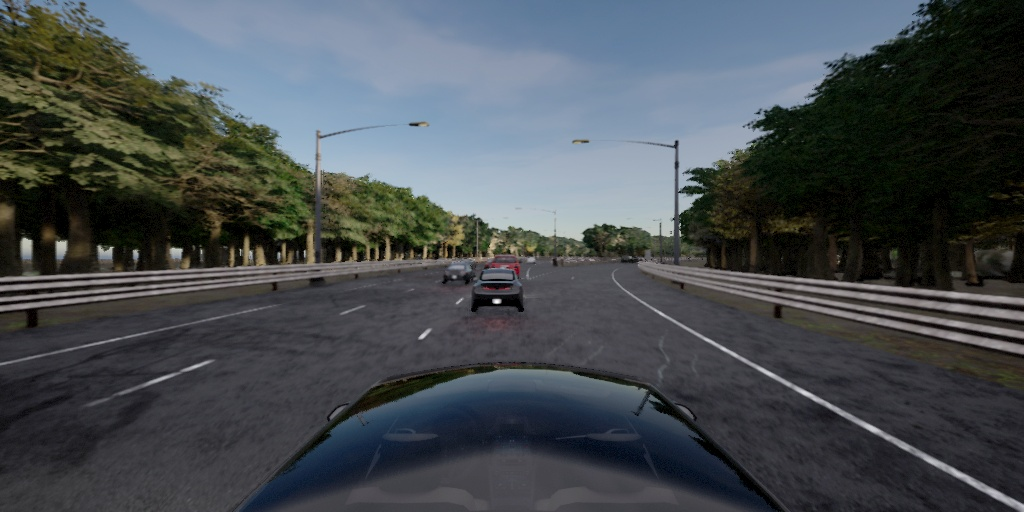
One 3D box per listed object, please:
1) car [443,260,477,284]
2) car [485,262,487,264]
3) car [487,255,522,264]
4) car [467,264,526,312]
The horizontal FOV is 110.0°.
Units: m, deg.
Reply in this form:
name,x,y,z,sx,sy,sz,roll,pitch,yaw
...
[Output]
name,x,y,z,sx,sy,sz,roll,pitch,yaw
car,-3.833,1.235,26.395,1.812,1.442,4.674,0,0,1
car,-2.728,1.194,50.558,1.812,1.442,4.674,0,0,4
car,-0.437,0.942,27.751,2.150,2.045,5.566,0,0,1
car,-0.519,1.248,14.290,1.837,1.490,4.892,0,0,0
